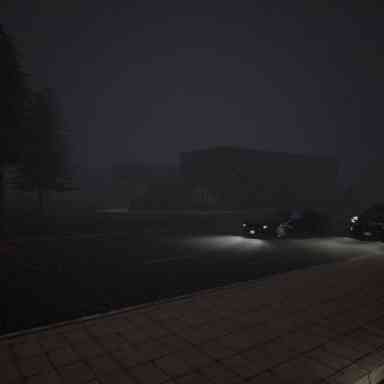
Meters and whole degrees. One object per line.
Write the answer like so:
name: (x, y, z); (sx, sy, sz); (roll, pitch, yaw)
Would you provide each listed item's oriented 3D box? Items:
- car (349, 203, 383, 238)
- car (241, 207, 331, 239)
car: (9.784, 1.303, 16.400); (4.553, 1.767, 2.097); (0, 0, -35)
car: (5.051, 1.509, 17.361); (5.357, 1.411, 2.033); (0, 0, -35)
